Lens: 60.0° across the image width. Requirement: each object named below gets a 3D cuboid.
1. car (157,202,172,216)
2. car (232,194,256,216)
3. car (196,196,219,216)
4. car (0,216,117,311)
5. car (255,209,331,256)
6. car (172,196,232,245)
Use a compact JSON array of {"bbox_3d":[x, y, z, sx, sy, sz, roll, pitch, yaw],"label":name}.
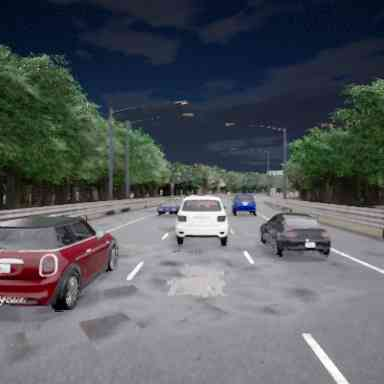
[{"bbox_3d":[-2.024,1.594,31.870,1.895,1.301,4.718,0,0,5],"label":"car"},{"bbox_3d":[5.100,1.221,33.059,2.150,2.045,5.566,0,0,5],"label":"car"},{"bbox_3d":[1.619,1.348,33.277,2.097,1.767,4.553,0,0,5],"label":"car"},{"bbox_3d":[-3.258,1.349,7.911,2.097,1.767,4.553,0,0,1],"label":"car"},{"bbox_3d":[3.876,1.528,12.992,1.812,1.442,4.674,0,0,2],"label":"car"},{"bbox_3d":[0.470,1.220,15.724,2.150,2.045,5.566,0,0,2],"label":"car"}]
